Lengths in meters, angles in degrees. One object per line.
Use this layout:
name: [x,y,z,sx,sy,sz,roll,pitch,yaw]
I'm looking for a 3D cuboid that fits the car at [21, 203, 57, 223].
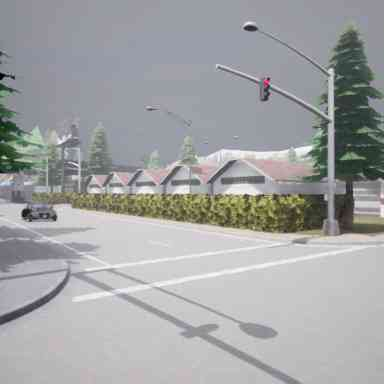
car: [-11.835,1.540,25.660,1.994,1.385,4.181,0,0,-37]
